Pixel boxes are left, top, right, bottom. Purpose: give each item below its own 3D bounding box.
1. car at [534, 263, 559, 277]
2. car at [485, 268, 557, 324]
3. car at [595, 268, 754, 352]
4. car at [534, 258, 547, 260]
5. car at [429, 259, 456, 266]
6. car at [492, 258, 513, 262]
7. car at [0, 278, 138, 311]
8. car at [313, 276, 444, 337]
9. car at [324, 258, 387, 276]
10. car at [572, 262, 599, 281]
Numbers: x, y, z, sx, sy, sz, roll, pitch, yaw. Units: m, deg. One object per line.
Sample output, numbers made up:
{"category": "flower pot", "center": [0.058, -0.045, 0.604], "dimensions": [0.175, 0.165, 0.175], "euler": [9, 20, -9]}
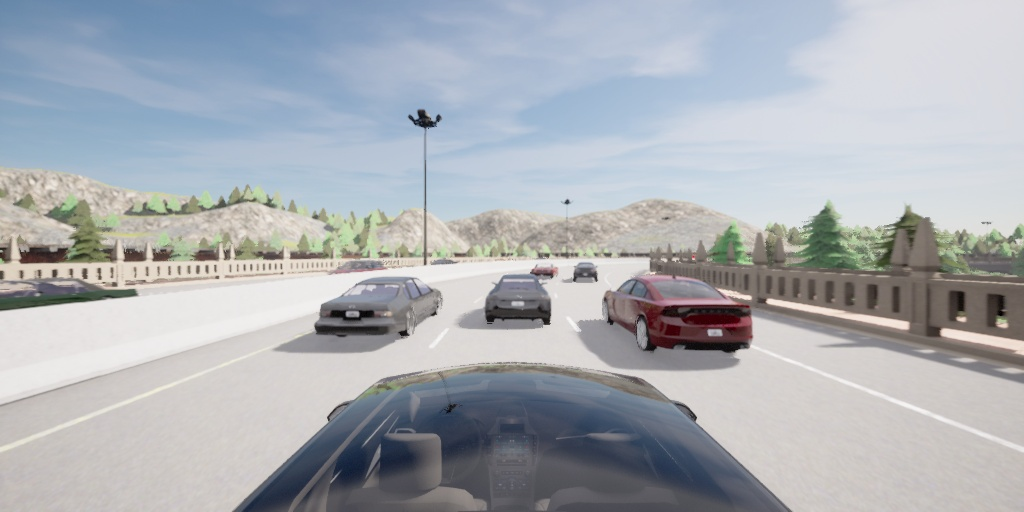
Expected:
{"category": "car", "center": [3.006, 1.264, 31.632], "dimensions": [1.895, 1.301, 4.718], "euler": [0, 0, 14]}
{"category": "car", "center": [0.244, 1.285, 11.937], "dimensions": [1.994, 1.385, 4.181], "euler": [0, 0, 2]}
{"category": "car", "center": [3.639, 1.207, 8.857], "dimensions": [1.882, 1.535, 5.008], "euler": [0, 0, 1]}
{"category": "car", "center": [4.813, 1.114, 62.772], "dimensions": [1.837, 1.490, 4.892], "euler": [0, 0, 32]}
{"category": "car", "center": [-9.602, 1.118, 49.715], "dimensions": [1.837, 1.490, 4.892], "euler": [0, 0, 22]}
{"category": "car", "center": [-1.571, 1.063, 58.706], "dimensions": [1.882, 1.535, 5.008], "euler": [0, 0, 28]}
{"category": "car", "center": [-13.976, 1.327, 10.189], "dimensions": [1.895, 1.301, 4.718], "euler": [0, 0, 1]}
{"category": "car", "center": [-3.343, 1.273, 10.137], "dimensions": [2.033, 1.411, 5.357], "euler": [0, 0, 1]}
{"category": "car", "center": [-9.574, 1.043, 22.337], "dimensions": [2.097, 1.767, 4.553], "euler": [0, 0, 8]}
{"category": "car", "center": [5.952, 1.197, 28.856], "dimensions": [1.812, 1.442, 4.674], "euler": [0, 0, 13]}
